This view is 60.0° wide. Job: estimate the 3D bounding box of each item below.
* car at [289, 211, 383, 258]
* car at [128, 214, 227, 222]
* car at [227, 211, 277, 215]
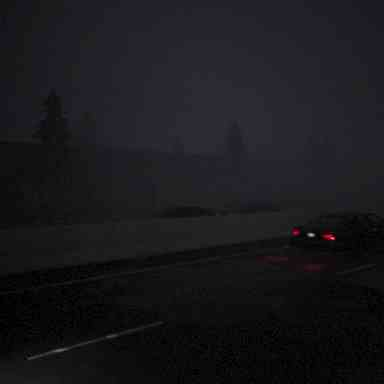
[{"bbox_3d":[5.894,1.417,12.228,5.357,1.411,2.033,-1,0,-35],"label":"car"},{"bbox_3d":[-0.852,1.409,16.266,4.892,1.490,1.837,-1,0,-35],"label":"car"},{"bbox_3d":[4.217,1.355,24.165,5.357,1.411,2.033,-1,0,-35],"label":"car"}]
